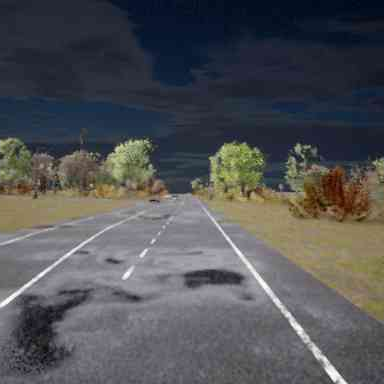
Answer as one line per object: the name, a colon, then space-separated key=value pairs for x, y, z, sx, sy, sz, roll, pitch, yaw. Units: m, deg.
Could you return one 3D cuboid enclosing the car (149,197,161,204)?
car: x=-7.126 y=1.531 z=63.617 sx=1.895 sy=1.301 sz=4.718 roll=-1 pitch=1 yaw=0
